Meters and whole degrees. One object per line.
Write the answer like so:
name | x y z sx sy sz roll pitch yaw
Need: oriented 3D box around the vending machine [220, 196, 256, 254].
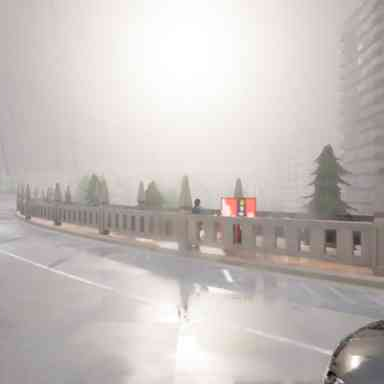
vending machine | 1.764 1.194 12.652 0.880 2.100 1.100 0 0 41

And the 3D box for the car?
car | 3.302 1.491 1.755 4.902 1.511 2.128 0 0 35

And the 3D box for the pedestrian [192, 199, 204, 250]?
pedestrian | 0.165 1.140 12.055 0.375 1.860 0.375 0 0 41
